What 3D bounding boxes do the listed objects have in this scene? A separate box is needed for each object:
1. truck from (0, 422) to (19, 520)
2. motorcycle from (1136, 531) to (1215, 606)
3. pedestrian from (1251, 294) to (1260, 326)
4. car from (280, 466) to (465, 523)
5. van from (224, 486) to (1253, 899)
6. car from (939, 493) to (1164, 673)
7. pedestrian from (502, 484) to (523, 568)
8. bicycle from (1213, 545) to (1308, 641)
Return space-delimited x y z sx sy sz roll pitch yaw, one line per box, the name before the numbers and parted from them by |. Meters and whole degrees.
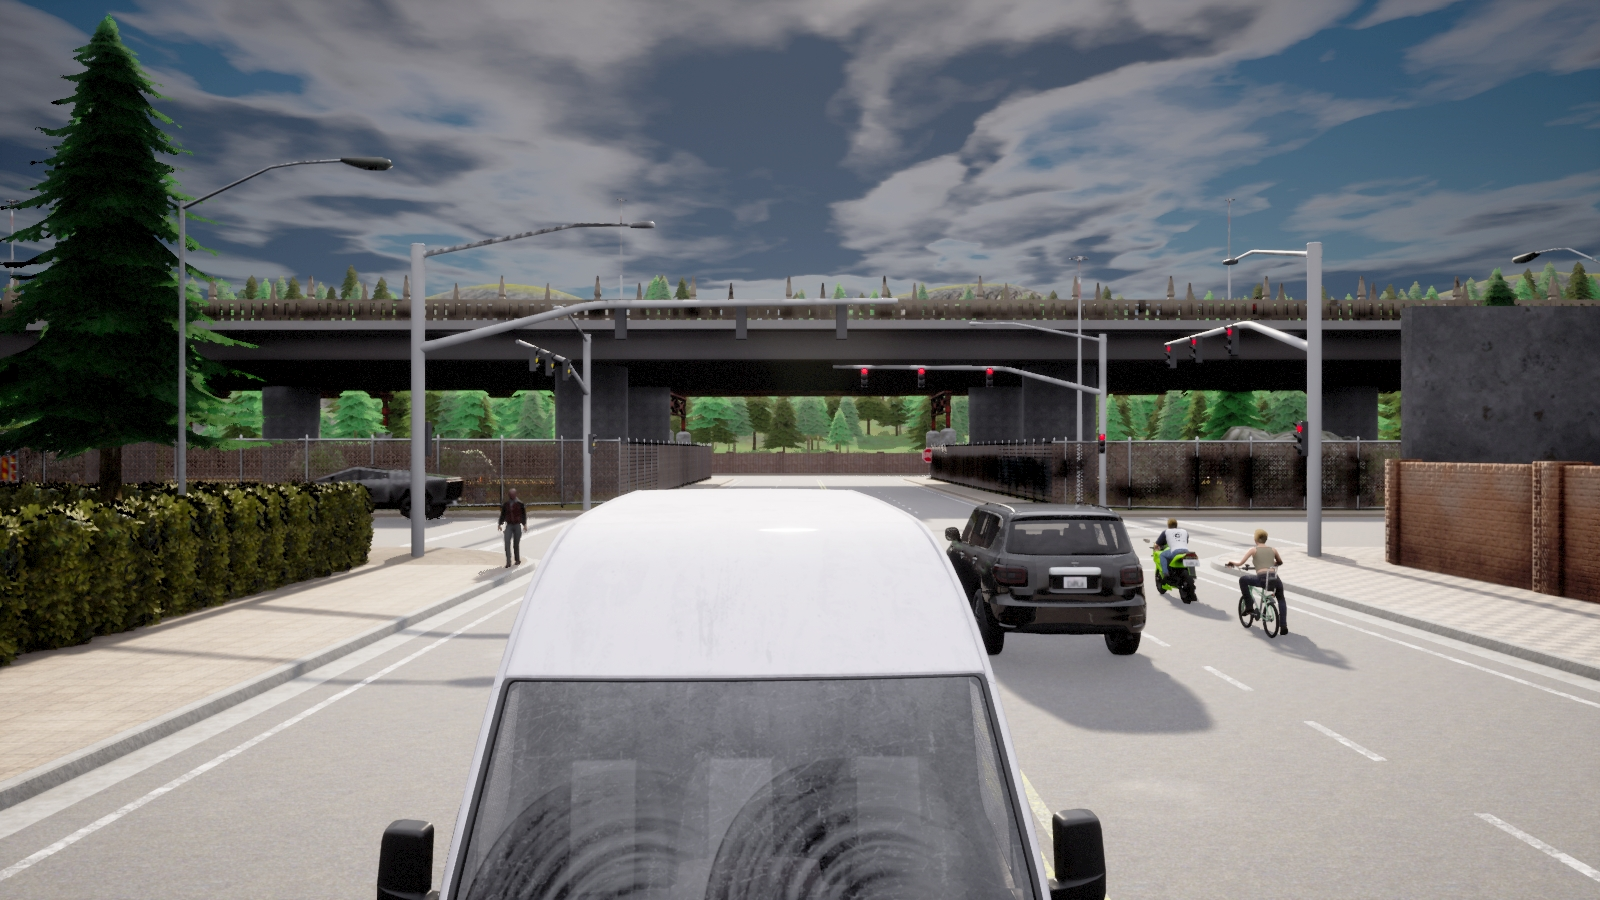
truck | -35.542 0.837 44.344 8.468 3.827 2.891 0 0 0
motorcycle | 6.995 2.187 21.401 0.803 1.199 2.033 0 0 0
pedestrian | 27.001 -8.300 67.711 0.375 1.860 0.375 0 0 0
car | -16.385 1.700 44.050 6.274 2.098 2.390 0 0 0
van | -0.245 1.535 5.164 1.988 2.561 5.915 0 0 -3
car | 3.496 1.780 17.139 2.150 2.045 5.566 0 0 0
pedestrian | -6.473 1.697 25.730 0.375 1.860 0.375 0 0 3
bicycle | 7.010 2.159 17.481 0.859 1.276 1.487 0 0 0
